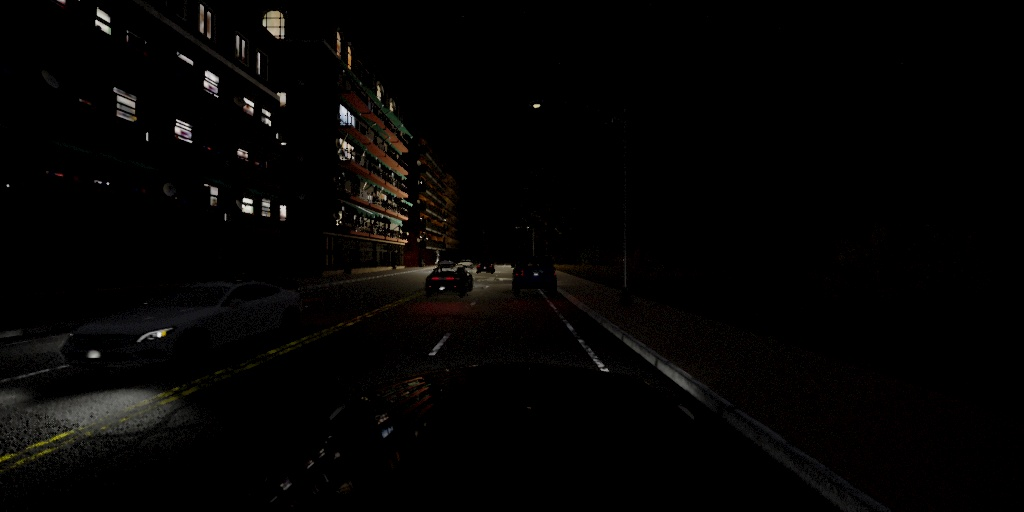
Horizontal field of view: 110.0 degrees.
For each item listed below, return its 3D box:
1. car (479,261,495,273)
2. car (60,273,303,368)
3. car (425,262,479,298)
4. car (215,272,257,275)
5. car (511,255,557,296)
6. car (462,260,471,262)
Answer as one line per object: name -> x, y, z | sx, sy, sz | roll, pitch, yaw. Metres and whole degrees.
car -> -3.129, 1.319, 43.329 | 1.994, 1.385, 4.181 | 0, 0, 0
car -> -6.597, 1.277, 7.983 | 1.812, 1.442, 4.674 | 0, 0, 0
car -> -3.143, 1.245, 18.625 | 2.128, 1.511, 4.902 | 0, 0, 0
car -> -9.849, 1.300, 12.857 | 2.033, 1.411, 5.357 | 0, 0, 0
car -> 1.144, 0.979, 19.673 | 2.150, 2.045, 5.566 | 0, 0, 0
car -> -6.572, 1.281, 51.088 | 1.812, 1.442, 4.674 | 0, 0, 0
